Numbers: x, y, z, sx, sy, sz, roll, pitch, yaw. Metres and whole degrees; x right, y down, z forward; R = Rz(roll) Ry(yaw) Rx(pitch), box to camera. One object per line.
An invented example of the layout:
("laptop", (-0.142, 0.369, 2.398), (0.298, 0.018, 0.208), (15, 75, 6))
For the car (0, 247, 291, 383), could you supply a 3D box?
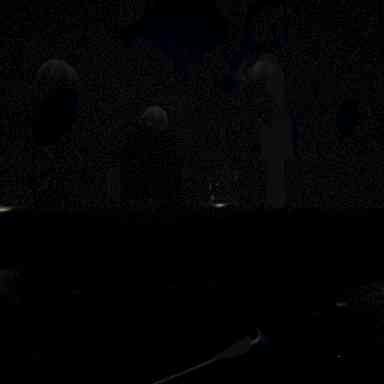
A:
("car", (-1.452, 1.351, 2.029), (4.553, 1.767, 2.097), (0, 0, -35))
